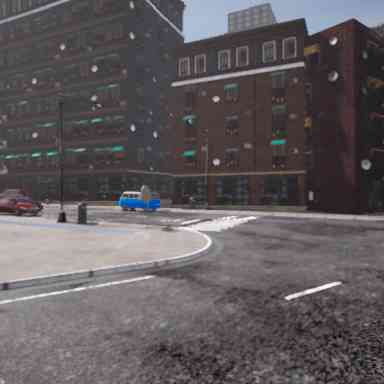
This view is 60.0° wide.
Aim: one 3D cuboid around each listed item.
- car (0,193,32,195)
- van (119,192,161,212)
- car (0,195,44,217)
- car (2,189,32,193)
[{"bbox_3d":[-14.801,1.037,28.603,4.181,1.385,1.994,1,1,25],"label":"car"},{"bbox_3d":[-4.765,0.888,30.380,3.998,1.788,1.690,1,0,25],"label":"van"},{"bbox_3d":[-13.478,1.116,25.158,4.206,1.307,1.802,1,0,25],"label":"car"},{"bbox_3d":[-20.117,0.614,37.433,5.009,1.841,2.192,1,0,25],"label":"car"}]
